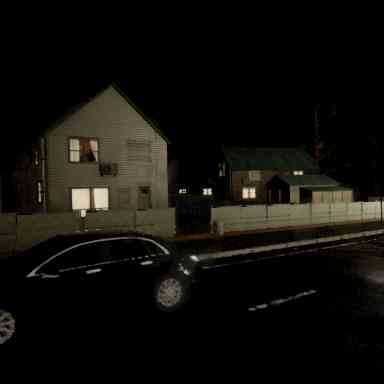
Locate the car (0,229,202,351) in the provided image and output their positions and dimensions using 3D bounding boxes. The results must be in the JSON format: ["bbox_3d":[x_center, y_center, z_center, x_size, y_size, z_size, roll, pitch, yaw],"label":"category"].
[{"bbox_3d":[-2.070,1.505,6.191,4.892,1.490,1.837,0,0,-35],"label":"car"}]
